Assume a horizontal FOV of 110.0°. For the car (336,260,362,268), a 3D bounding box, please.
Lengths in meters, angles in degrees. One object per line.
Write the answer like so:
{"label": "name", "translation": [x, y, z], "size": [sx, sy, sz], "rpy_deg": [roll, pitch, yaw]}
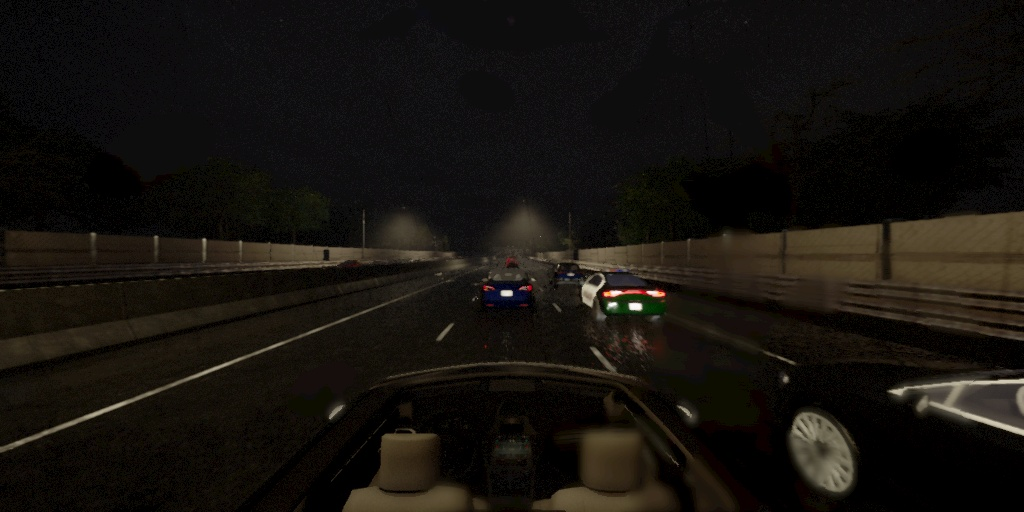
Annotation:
{"label": "car", "translation": [-21.018, 1.294, 46.548], "size": [1.812, 1.442, 4.674], "rpy_deg": [0, 0, 0]}

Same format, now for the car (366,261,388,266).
{"label": "car", "translation": [-17.513, 1.372, 47.135], "size": [1.895, 1.301, 4.718], "rpy_deg": [0, 0, 0]}

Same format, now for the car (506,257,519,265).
{"label": "car", "translation": [0.056, 1.301, 55.294], "size": [1.812, 1.442, 4.674], "rpy_deg": [0, 0, 0]}

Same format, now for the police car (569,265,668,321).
{"label": "police car", "translation": [3.497, 1.251, 12.556], "size": [2.038, 1.542, 4.974], "rpy_deg": [0, 0, 0]}

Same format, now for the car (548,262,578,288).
{"label": "car", "translation": [3.494, 1.178, 23.558], "size": [2.033, 1.649, 4.856], "rpy_deg": [0, 0, 0]}

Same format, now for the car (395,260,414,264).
{"label": "car", "translation": [-14.014, 1.265, 47.050], "size": [2.128, 1.511, 4.902], "rpy_deg": [0, 0, 0]}

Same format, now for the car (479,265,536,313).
{"label": "car", "translation": [-0.132, 1.248, 13.934], "size": [2.163, 1.488, 4.792], "rpy_deg": [0, 0, 1]}

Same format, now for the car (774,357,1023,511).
{"label": "car", "translation": [3.500, 1.243, 1.552], "size": [2.128, 1.511, 4.902], "rpy_deg": [0, 0, 0]}
